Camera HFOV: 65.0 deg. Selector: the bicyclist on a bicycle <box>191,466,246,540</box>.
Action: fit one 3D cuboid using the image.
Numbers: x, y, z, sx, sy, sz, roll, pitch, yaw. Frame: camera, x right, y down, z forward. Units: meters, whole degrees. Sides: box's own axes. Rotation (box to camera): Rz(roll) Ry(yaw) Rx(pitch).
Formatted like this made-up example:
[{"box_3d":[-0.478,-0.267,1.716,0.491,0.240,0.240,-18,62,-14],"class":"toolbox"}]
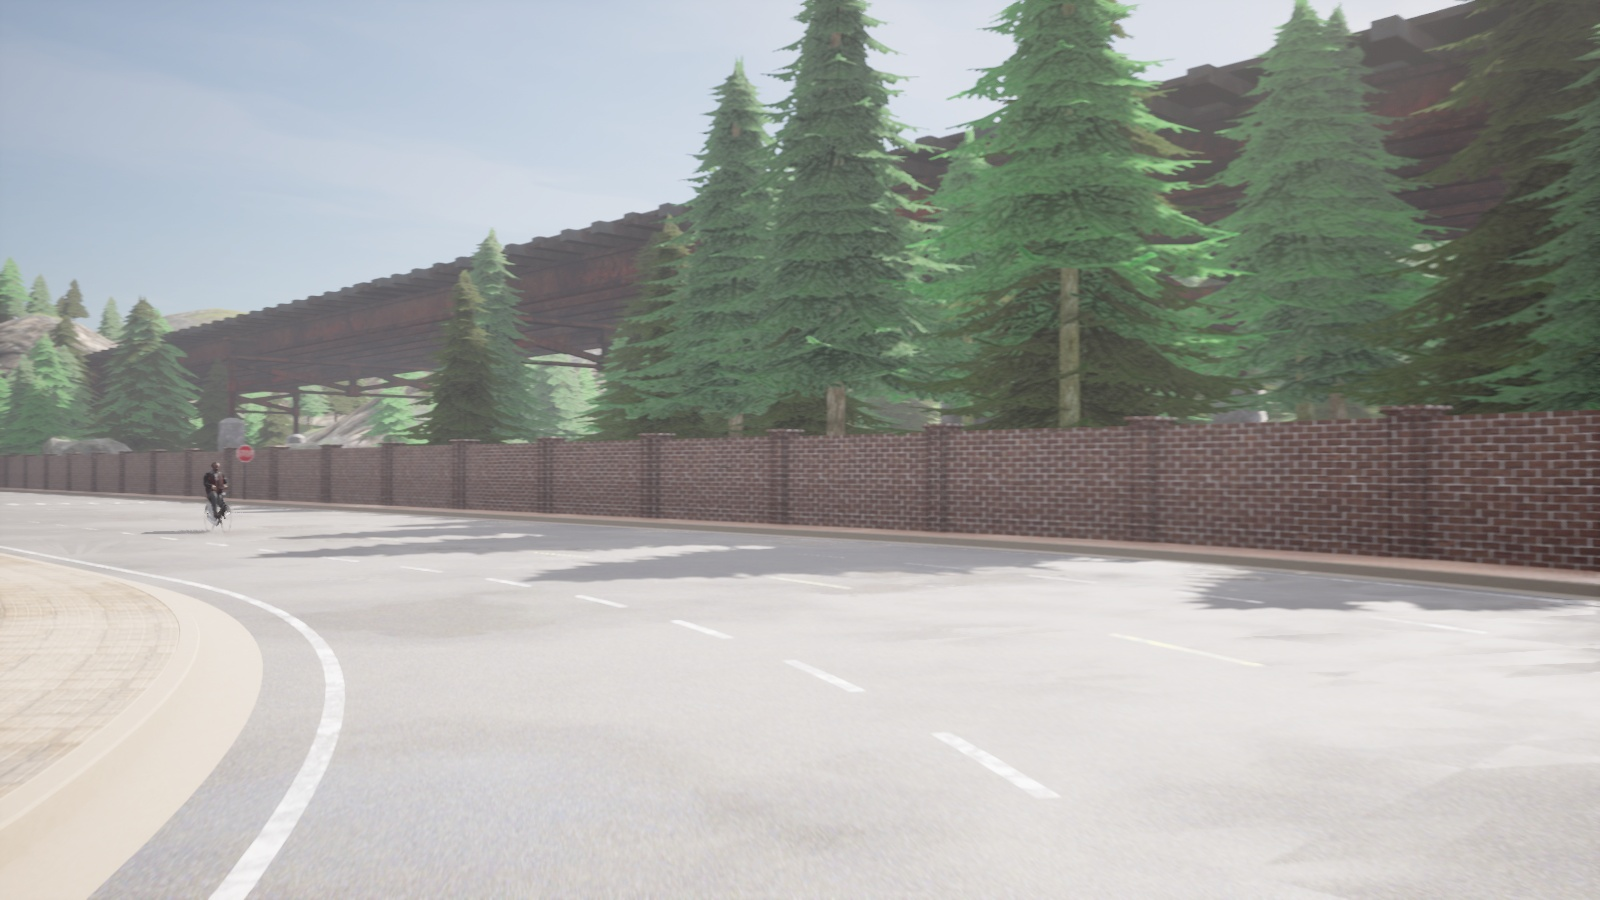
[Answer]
[{"box_3d":[-14.414,1.287,31.095,0.659,1.776,1.843,1,-2,-44],"class":"bicyclist on a bicycle"}]
